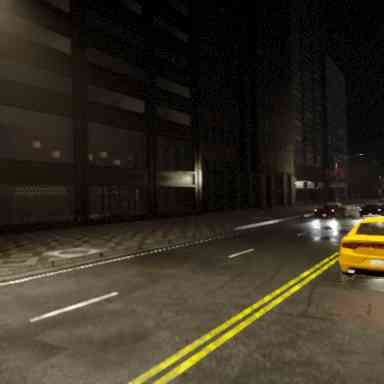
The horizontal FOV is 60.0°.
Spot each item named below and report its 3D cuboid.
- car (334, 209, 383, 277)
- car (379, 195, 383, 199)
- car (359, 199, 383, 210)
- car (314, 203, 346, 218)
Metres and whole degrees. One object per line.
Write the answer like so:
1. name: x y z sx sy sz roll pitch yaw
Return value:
1. car: 5.740 1.467 9.710 1.882 1.535 5.008 -2 -1 36
2. car: 36.802 1.199 63.381 1.812 1.442 4.674 -2 -1 36
3. car: 16.609 1.605 30.412 1.895 1.301 4.718 -2 -1 36
4. car: 12.745 1.691 30.634 1.895 1.301 4.718 -2 -1 36
